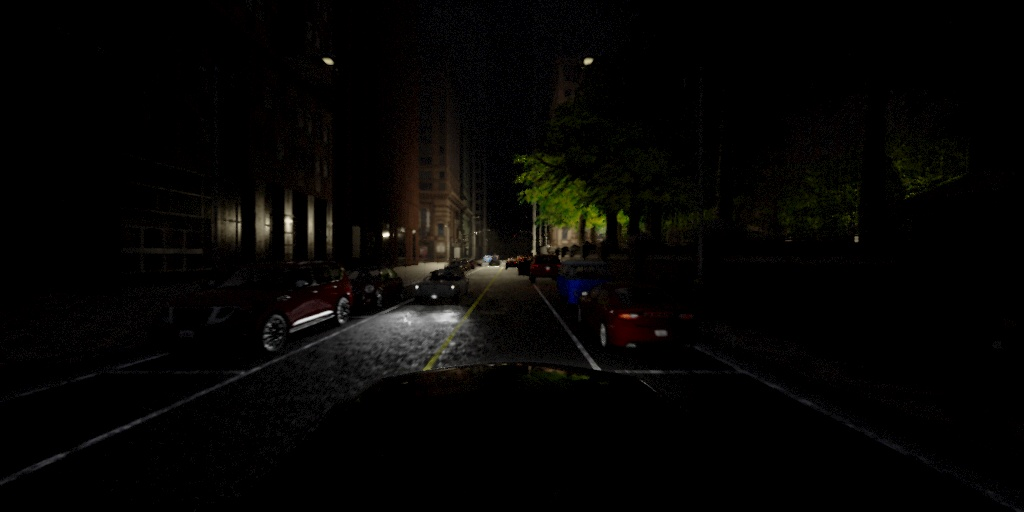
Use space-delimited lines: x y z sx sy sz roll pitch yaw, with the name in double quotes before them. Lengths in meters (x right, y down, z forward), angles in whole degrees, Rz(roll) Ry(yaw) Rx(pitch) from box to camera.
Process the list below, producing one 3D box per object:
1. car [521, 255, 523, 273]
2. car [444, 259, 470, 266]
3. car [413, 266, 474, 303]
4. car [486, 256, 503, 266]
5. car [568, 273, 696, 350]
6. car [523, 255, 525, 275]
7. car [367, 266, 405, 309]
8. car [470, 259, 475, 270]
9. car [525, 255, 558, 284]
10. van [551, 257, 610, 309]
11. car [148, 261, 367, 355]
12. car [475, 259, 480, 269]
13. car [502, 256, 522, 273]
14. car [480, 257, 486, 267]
"car" 2.759 0.933 47.541 2.192 1.841 5.009 0 0 0
"car" -5.766 1.211 36.480 2.007 1.370 4.403 0 0 0
"car" -3.100 1.322 16.559 1.895 1.301 4.718 0 0 0
"car" -3.006 1.124 62.748 1.994 1.385 4.181 0 0 0
"car" 2.763 1.286 8.870 1.888 1.381 4.507 0 0 0
"car" 2.759 0.955 42.016 2.192 1.841 5.009 0 0 0
"car" -5.763 1.167 14.382 1.967 1.591 4.097 0 0 0
"car" -5.766 1.166 41.835 1.751 1.417 4.829 0 0 0
"car" 2.394 0.914 26.742 2.150 2.045 5.566 0 0 0
"van" 2.762 1.068 14.394 1.690 1.789 3.998 0 0 0
"car" -5.763 1.055 8.858 2.192 1.841 5.009 0 0 0
"car" -5.767 1.058 47.529 1.967 1.591 4.097 0 0 0
"car" 0.040 1.101 49.717 2.128 1.511 4.902 0 0 1
"car" -5.768 1.135 58.577 1.948 1.339 4.313 0 0 0
